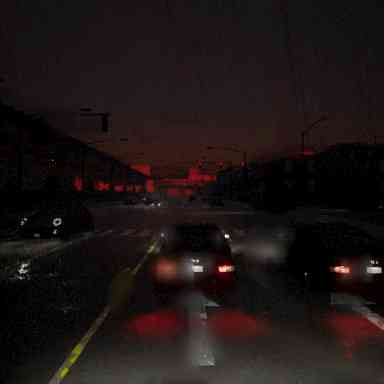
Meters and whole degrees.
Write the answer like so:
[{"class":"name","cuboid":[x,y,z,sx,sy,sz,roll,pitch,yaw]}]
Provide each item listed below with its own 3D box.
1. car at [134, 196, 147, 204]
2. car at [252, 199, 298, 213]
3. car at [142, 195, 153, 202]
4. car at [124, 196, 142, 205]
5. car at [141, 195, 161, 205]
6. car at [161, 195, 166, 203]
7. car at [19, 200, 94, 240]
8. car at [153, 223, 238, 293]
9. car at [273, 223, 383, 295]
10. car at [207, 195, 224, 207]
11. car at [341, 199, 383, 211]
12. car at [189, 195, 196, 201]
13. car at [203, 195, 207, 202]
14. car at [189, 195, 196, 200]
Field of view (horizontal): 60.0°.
[{"class":"car","cuboid":[-10.360,1.505,66.724,1.837,1.490,4.892,0,0,1]},{"class":"car","cuboid":[8.928,1.493,35.944,4.902,1.511,2.128,0,0,-7]},{"class":"car","cuboid":[-10.317,1.478,76.858,1.882,1.535,5.008,0,0,0]},{"class":"car","cuboid":[-10.434,1.478,57.264,1.882,1.535,5.008,0,0,0]},{"class":"car","cuboid":[-6.935,1.601,57.052,1.895,1.301,4.718,0,0,0]},{"class":"car","cuboid":[-6.867,1.601,66.379,1.895,1.301,4.718,0,0,1]},{"class":"car","cuboid":[-6.752,1.352,17.053,2.097,1.767,4.553,0,0,5]},{"class":"car","cuboid":[0.090,1.547,9.000,2.033,1.411,5.357,0,0,0]},{"class":"car","cuboid":[3.581,1.547,8.892,2.033,1.411,5.357,0,0,2]},{"class":"car","cuboid":[3.772,1.564,51.282,1.994,1.385,4.181,0,0,-1]},{"class":"car","cuboid":[20.868,1.547,39.917,5.357,1.411,2.033,0,0,0]},{"class":"car","cuboid":[0.198,1.540,83.284,2.033,1.411,5.357,0,0,0]},{"class":"car","cuboid":[3.687,1.524,78.093,1.812,1.442,4.674,0,0,0]},{"class":"car","cuboid":[0.223,1.500,93.793,1.837,1.490,4.892,0,0,0]}]
